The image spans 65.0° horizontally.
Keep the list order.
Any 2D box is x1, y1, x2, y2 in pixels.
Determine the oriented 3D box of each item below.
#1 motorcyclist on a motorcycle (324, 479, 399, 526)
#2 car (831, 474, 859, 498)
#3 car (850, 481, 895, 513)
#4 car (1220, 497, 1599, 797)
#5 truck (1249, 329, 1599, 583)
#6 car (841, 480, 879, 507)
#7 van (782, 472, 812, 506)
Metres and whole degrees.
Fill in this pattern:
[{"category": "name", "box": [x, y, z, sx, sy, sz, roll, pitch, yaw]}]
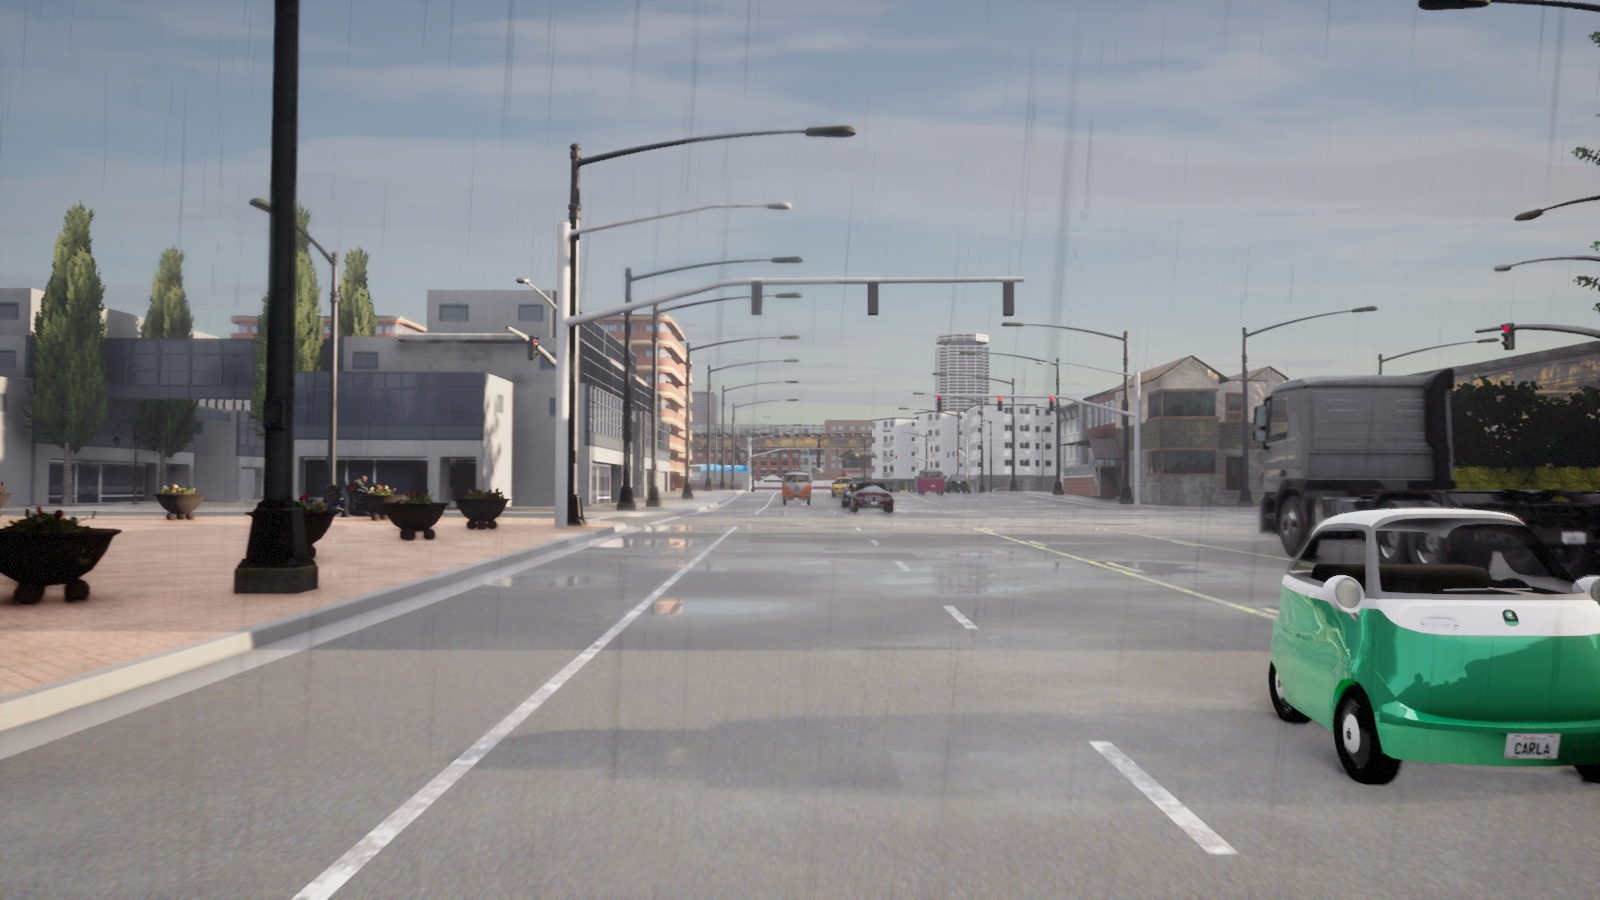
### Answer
[{"category": "motorcyclist on a motorcycle", "box": [-14.547, 1.726, 41.685, 2.191, 1.530, 0.866, 0, -2, 0]}, {"category": "car", "box": [3.282, 2.638, 92.546, 1.801, 1.575, 5.366, 0, 0, 0]}, {"category": "car", "box": [3.372, 2.185, 59.152, 1.812, 1.442, 4.674, 0, -2, 0]}, {"category": "car", "box": [3.483, 0.975, 7.059, 1.481, 1.376, 2.207, 0, -1, 0]}, {"category": "truck", "box": [10.446, 0.152, 21.117, 2.891, 3.462, 7.936, 0, -1, 0]}, {"category": "car", "box": [3.334, 2.413, 70.277, 1.970, 1.475, 3.806, 0, -2, 0]}, {"category": "van", "box": [-0.181, 2.338, 76.427, 1.775, 1.987, 4.442, 0, -1, 0]}]
